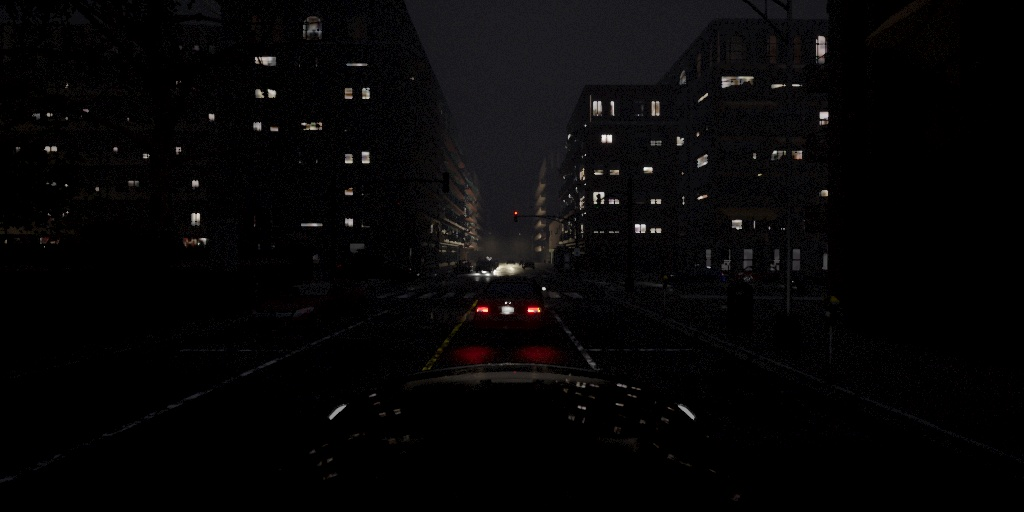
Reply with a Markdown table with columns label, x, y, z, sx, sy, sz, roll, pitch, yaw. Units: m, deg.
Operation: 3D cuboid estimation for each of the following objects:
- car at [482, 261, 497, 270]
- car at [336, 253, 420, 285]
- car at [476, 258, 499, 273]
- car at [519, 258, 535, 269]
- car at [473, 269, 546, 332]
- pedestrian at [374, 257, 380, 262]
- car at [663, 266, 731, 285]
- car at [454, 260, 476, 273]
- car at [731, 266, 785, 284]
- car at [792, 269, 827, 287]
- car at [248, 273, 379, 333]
| label | x | y | z | sx | sy | sz | roll | pitch | yaw |
| --- | --- | --- | --- | --- | --- | --- | --- | --- | --- |
| car | -3.239 | 1.349 | 53.271 | 1.895 | 1.301 | 4.718 | 0 | 0 | 0 |
| car | -9.409 | 0.884 | 25.337 | 5.566 | 2.045 | 2.150 | 2 | 0 | -1 |
| car | -3.197 | 1.296 | 43.320 | 2.033 | 1.411 | 5.357 | 0 | 0 | 4 |
| car | 2.528 | 1.299 | 54.341 | 2.007 | 1.370 | 4.403 | 0 | 0 | 0 |
| car | 0.050 | 1.297 | 10.846 | 2.033 | 1.411 | 5.357 | 0 | 0 | 3 |
| pedestrian | -12.812 | 0.652 | 34.013 | 0.375 | 1.860 | 0.375 | 0 | -1 | -1 |
| car | 14.594 | 1.552 | 28.899 | 4.674 | 1.442 | 1.812 | 1 | 0 | -1 |
| car | -5.817 | 1.188 | 43.042 | 1.967 | 1.591 | 4.097 | 0 | 0 | 0 |
| car | 21.289 | 1.570 | 31.564 | 4.097 | 1.591 | 1.967 | 0 | 0 | -1 |
| car | 24.901 | 1.809 | 29.057 | 4.718 | 1.301 | 1.895 | 1 | 0 | -1 |
| car | -5.715 | 1.331 | 10.632 | 1.802 | 1.307 | 4.207 | 0 | 0 | 0 |
